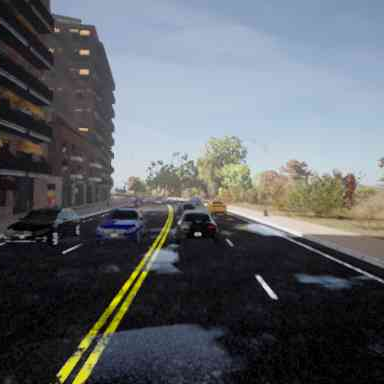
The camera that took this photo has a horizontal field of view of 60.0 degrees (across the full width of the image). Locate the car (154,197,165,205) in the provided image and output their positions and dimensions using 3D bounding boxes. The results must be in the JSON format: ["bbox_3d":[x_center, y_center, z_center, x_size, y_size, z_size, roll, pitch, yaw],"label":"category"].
[{"bbox_3d":[-6.075,1.684,62.232,1.812,1.442,4.674,1,0,-6],"label":"car"}]

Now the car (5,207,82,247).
[{"bbox_3d":[-6.481,1.475,15.039,1.837,1.490,4.892,1,0,-1],"label":"car"}]

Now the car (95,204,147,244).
[{"bbox_3d":[-3.247,1.551,16.093,1.812,1.442,4.674,1,0,-1],"label":"car"}]

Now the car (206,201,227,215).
[{"bbox_3d":[2.684,1.684,36.960,1.882,1.535,5.008,1,-1,-3],"label":"car"}]

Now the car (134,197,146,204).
[{"bbox_3d":[-8.691,1.630,55.774,1.837,1.490,4.892,1,0,-5],"label":"car"}]

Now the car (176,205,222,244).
[{"bbox_3d":[0.209,1.604,16.162,1.812,1.442,4.674,1,0,-1],"label":"car"}]

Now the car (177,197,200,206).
[{"bbox_3d":[-0.594,1.649,37.350,2.128,1.511,4.902,1,0,-3],"label":"car"}]

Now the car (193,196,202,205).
[{"bbox_3d":[0.484,1.615,62.264,2.097,1.767,4.553,1,0,-7],"label":"car"}]
